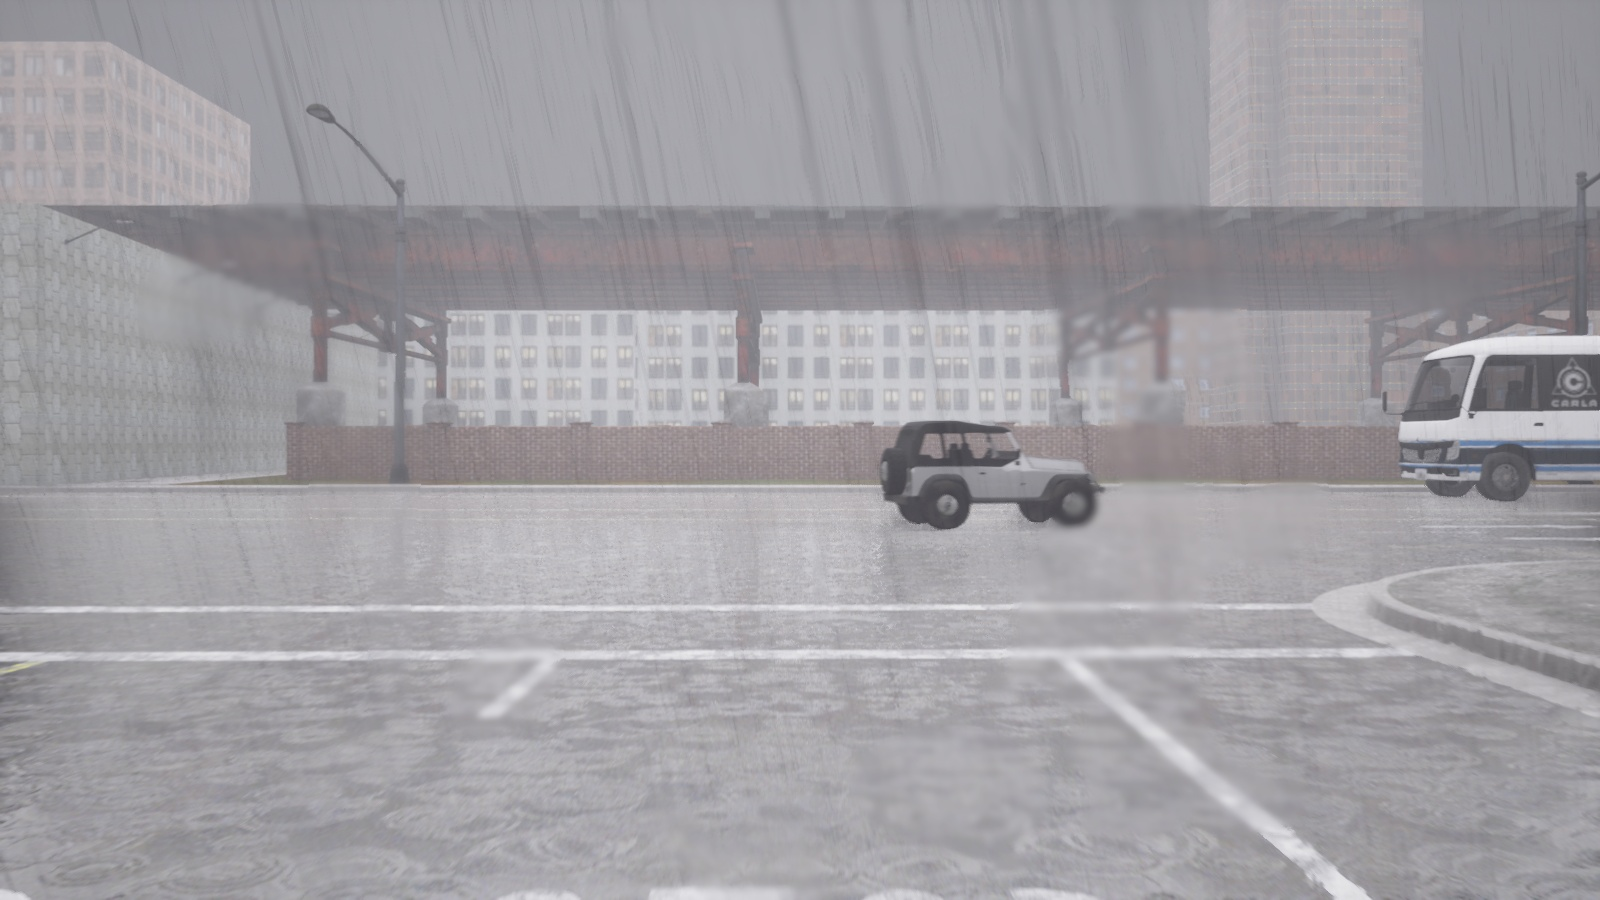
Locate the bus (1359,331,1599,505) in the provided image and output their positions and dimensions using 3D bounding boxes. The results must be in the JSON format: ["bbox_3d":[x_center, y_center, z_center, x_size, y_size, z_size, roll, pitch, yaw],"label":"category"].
[{"bbox_3d":[20.573,-0.798,32.679,10.273,4.253,3.944,0,0,1],"label":"bus"}]

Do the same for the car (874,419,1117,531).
[{"bbox_3d":[3.417,0.419,22.315,3.866,1.878,1.905,0,0,-10],"label":"car"}]
